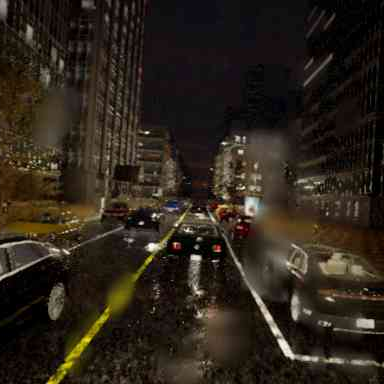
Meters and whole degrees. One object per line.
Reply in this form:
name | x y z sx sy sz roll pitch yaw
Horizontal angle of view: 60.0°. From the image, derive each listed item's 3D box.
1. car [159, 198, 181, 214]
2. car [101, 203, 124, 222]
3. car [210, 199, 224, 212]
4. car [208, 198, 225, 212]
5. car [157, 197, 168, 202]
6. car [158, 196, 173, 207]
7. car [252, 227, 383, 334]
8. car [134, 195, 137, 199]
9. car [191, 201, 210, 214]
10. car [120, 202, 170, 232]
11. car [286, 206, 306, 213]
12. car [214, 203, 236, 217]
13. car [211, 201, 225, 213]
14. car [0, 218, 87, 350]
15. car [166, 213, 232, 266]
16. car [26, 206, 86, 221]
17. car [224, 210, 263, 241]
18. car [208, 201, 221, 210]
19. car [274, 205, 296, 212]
car | -2.281 1.756 38.229 1.812 1.442 4.674 4 0 1
car | -5.270 1.441 24.146 1.802 1.307 4.206 4 0 1
car | 3.601 1.967 46.188 2.192 1.841 5.009 4 0 1
car | 3.723 2.025 51.746 2.192 1.841 5.009 4 0 1
car | -4.655 1.669 51.766 1.752 1.417 4.829 4 0 1
car | -4.522 1.644 57.495 1.967 1.590 4.097 4 0 1
car | 2.724 1.802 7.282 2.008 1.369 4.403 4 0 1
car | -15.513 0.939 82.153 4.507 1.381 1.887 5 -2 1
car | 0.914 1.916 42.486 1.882 1.535 5.008 4 0 1
car | -2.768 1.559 20.429 1.994 1.385 4.181 4 0 1
car | 28.028 4.691 89.832 4.829 1.417 1.752 5 -2 1
car | 3.215 2.024 29.514 1.887 1.381 4.507 4 0 1
car | 3.344 2.064 35.241 1.752 1.417 4.829 4 0 1
car | -3.130 1.318 4.139 2.128 1.511 4.902 4 0 1
car | 0.215 1.726 12.280 1.895 1.301 4.718 4 0 2
car | -5.514 1.268 12.860 1.752 1.417 4.829 4 0 1
car | 2.967 1.947 18.397 1.802 1.307 4.206 4 0 1
car | 3.829 2.311 57.303 1.887 1.381 4.507 4 0 1
car | 22.464 3.992 81.607 4.097 1.590 1.967 5 -2 1
